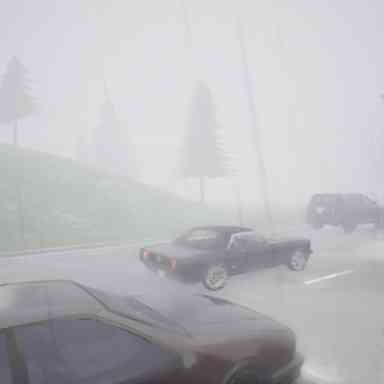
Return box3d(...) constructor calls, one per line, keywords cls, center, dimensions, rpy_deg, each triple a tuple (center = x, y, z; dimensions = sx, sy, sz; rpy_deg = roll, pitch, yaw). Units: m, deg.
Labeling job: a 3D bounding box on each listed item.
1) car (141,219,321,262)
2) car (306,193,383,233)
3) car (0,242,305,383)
box3d(cls="car", center=(1.121, 1.546, 8.843), dimensions=(4.718, 1.301, 1.895), rpy_deg=(-1, 0, -35))
box3d(cls="car", center=(8.687, 1.056, 18.535), dimensions=(5.566, 2.045, 2.150), rpy_deg=(-1, 0, -35))
box3d(cls="car", center=(-1.390, 1.544, 2.753), dimensions=(5.357, 1.411, 2.033), rpy_deg=(-1, 0, -36))
